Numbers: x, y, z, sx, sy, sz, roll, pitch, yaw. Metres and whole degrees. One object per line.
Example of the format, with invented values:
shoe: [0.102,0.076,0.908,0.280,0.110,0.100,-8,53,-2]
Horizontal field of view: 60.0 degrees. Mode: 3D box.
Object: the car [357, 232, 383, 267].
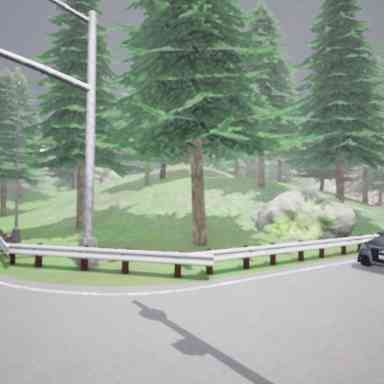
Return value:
car: [7.510,1.864,11.309,4.181,1.385,1.994,1,-1,-34]
